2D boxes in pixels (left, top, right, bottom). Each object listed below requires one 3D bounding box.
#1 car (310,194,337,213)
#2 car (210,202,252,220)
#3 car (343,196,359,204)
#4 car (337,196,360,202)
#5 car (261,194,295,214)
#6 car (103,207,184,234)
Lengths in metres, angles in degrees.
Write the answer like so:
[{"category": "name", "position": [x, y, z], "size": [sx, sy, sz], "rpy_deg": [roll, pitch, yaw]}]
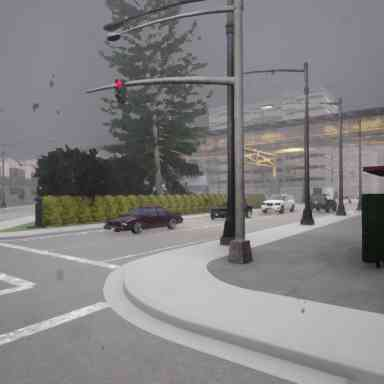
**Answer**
[{"category": "car", "position": [14.936, 1.246, 38.089], "size": [2.150, 2.045, 5.566], "rpy_deg": [-1, 0, 35]}, {"category": "car", "position": [3.425, 1.534, 28.477], "size": [1.882, 1.535, 5.008], "rpy_deg": [-1, 0, 36]}, {"category": "car", "position": [31.946, 1.520, 67.954], "size": [4.974, 1.542, 2.038], "rpy_deg": [0, 0, -29]}, {"category": "car", "position": [31.989, 1.363, 67.981], "size": [4.536, 1.218, 1.853], "rpy_deg": [0, 0, -29]}, {"category": "car", "position": [9.729, 1.280, 37.140], "size": [2.150, 2.045, 5.566], "rpy_deg": [-1, 0, 36]}, {"category": "car", "position": [-2.697, 1.601, 20.031], "size": [2.033, 1.411, 5.357], "rpy_deg": [-1, 0, 36]}]
